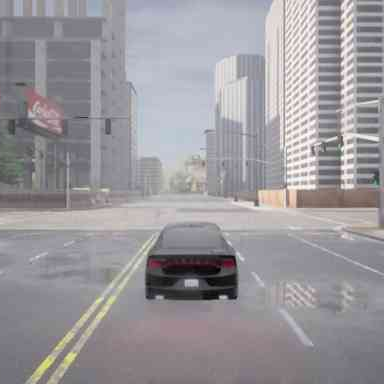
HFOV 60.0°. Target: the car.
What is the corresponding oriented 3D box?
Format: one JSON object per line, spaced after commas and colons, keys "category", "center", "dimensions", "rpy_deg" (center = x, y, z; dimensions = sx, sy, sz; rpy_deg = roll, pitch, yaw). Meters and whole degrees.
{"category": "car", "center": [-0.003, 1.474, 8.420], "dimensions": [1.882, 1.535, 5.008], "rpy_deg": [0, 0, 0]}
